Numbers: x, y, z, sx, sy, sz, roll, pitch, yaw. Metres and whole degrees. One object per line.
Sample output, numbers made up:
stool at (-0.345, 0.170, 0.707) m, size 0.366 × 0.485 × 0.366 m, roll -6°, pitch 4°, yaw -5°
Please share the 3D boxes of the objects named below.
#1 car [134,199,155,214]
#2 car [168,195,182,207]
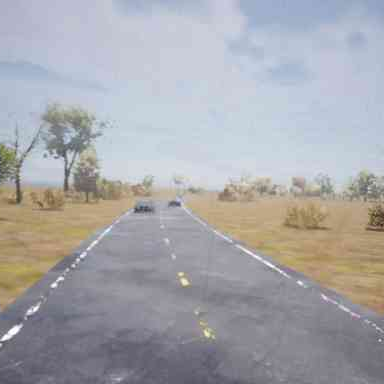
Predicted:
car at (-4.690, 1.360, 33.336) m, size 1.994 × 1.385 × 4.181 m, roll 2°, pitch 0°, yaw -5°
car at (-2.628, 1.471, 49.240) m, size 1.895 × 1.301 × 4.718 m, roll 2°, pitch 0°, yaw -3°
